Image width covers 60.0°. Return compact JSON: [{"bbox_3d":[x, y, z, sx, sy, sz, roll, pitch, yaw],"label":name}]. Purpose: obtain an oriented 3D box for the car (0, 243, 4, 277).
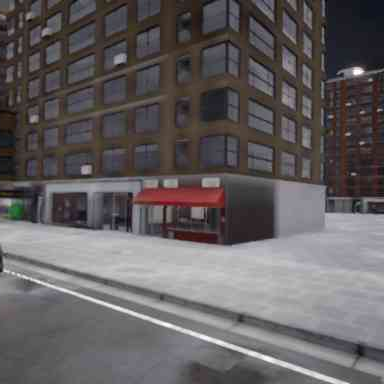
[{"bbox_3d":[-7.237,1.462,9.408,4.553,1.767,2.097,0,-2,39],"label":"car"}]
